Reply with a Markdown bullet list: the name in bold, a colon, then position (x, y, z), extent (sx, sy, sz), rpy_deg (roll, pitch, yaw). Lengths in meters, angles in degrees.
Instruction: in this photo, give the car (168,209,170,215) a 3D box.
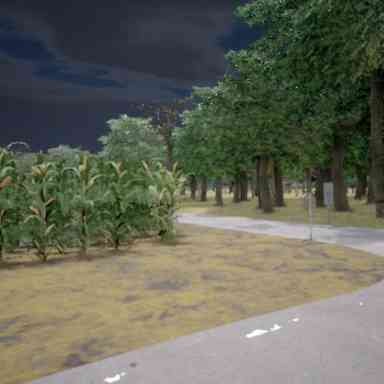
- **car**: position (-4.352, 1.736, 39.467), extent (2.150, 2.045, 5.566), rpy_deg (-2, 0, -28)
